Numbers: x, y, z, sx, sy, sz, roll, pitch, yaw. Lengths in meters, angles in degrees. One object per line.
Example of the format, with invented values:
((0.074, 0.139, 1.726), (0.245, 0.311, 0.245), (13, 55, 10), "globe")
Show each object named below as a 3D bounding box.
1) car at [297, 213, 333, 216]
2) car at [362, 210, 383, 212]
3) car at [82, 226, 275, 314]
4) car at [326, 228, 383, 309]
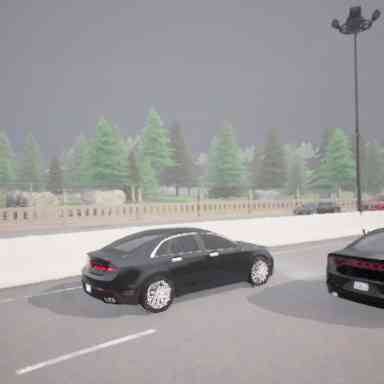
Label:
((11.752, 1.612, 31.150), (4.892, 1.490, 1.837), (-1, -1, -24), "car")
((17.486, 1.218, 29.839), (5.566, 2.045, 2.150), (-1, -1, -22), "car")
((-0.068, 1.588, 7.911), (4.892, 1.490, 1.837), (-1, -1, -37), "car")
((4.988, 1.470, 7.214), (5.008, 1.535, 1.882), (-1, -1, -35), "car")
